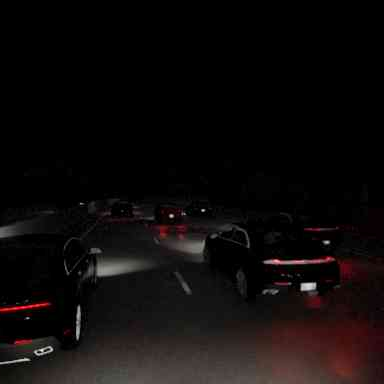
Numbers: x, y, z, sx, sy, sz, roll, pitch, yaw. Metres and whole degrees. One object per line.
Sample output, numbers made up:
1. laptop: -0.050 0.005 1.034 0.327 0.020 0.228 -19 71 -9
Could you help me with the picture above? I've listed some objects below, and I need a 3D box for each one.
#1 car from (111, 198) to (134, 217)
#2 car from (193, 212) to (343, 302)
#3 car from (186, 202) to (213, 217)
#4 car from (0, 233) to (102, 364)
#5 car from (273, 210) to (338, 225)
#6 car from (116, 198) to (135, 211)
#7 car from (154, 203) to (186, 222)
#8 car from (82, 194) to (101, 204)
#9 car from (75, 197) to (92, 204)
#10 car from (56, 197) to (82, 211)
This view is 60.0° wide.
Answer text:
1. car: -6.604 1.519 31.537 1.882 1.535 5.008 0 0 -11
2. car: 1.632 1.500 8.405 2.128 1.511 4.902 0 0 -11
3. car: 0.573 1.601 31.459 1.994 1.385 4.181 0 0 -11
4. car: -2.811 1.514 6.022 1.837 1.490 4.892 0 0 -11
5. car: 4.128 1.505 13.754 2.128 1.511 4.902 0 0 -11
6. car: -8.670 1.545 43.540 2.128 1.511 4.902 0 0 -7
7. car: -1.959 1.558 26.291 1.812 1.442 4.674 0 0 -11
8. car: -19.717 1.325 65.266 2.150 2.045 5.566 0 0 5
9. car: -22.730 1.674 69.807 1.994 1.385 4.181 0 0 5
10. car: -15.669 1.565 41.994 1.837 1.490 4.892 0 0 -8
